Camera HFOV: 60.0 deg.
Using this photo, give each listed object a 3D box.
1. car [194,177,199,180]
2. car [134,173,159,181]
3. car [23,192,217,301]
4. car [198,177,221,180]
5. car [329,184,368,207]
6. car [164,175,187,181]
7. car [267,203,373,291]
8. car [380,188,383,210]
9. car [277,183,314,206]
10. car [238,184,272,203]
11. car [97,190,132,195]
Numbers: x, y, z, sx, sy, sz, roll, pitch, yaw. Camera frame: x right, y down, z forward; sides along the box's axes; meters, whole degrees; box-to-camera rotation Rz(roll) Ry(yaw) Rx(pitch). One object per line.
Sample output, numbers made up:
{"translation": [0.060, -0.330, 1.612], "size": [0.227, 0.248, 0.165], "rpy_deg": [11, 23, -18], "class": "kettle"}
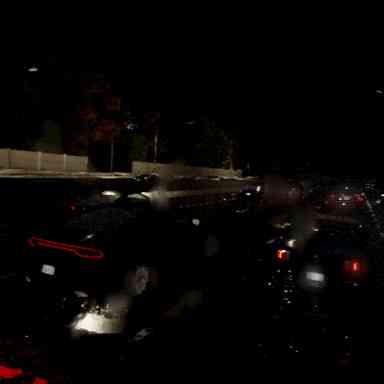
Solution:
{"translation": [1.432, -1.625, 51.730], "size": [1.994, 1.385, 4.181], "rpy_deg": [5, 4, 27], "class": "car"}
{"translation": [-6.888, -2.051, 50.701], "size": [1.837, 1.490, 4.892], "rpy_deg": [5, 4, 27], "class": "car"}
{"translation": [-1.055, 0.939, 7.226], "size": [1.882, 1.535, 5.008], "rpy_deg": [5, 4, 26], "class": "car"}
{"translation": [3.125, -1.228, 47.337], "size": [1.895, 1.301, 4.718], "rpy_deg": [5, 4, 27], "class": "car"}
{"translation": [11.173, 0.397, 23.926], "size": [2.097, 1.767, 4.553], "rpy_deg": [5, 4, 26], "class": "car"}
{"translation": [-2.471, -1.897, 51.712], "size": [2.128, 1.511, 4.902], "rpy_deg": [5, 4, 27], "class": "car"}
{"translation": [3.326, 1.226, 8.215], "size": [1.895, 1.301, 4.718], "rpy_deg": [5, 4, 26], "class": "car"}
{"translation": [16.099, 0.719, 26.235], "size": [1.994, 1.385, 4.181], "rpy_deg": [5, 4, 26], "class": "car"}
{"translation": [8.036, 0.140, 25.451], "size": [2.097, 1.767, 4.553], "rpy_deg": [5, 4, 26], "class": "car"}
{"translation": [5.325, 0.063, 27.864], "size": [1.994, 1.385, 4.181], "rpy_deg": [5, 4, 26], "class": "car"}
{"translation": [-2.448, 0.638, 12.277], "size": [1.994, 1.385, 4.181], "rpy_deg": [5, 4, 26], "class": "car"}
